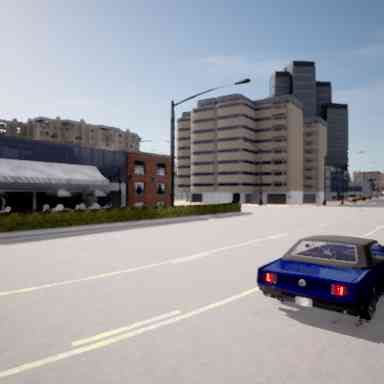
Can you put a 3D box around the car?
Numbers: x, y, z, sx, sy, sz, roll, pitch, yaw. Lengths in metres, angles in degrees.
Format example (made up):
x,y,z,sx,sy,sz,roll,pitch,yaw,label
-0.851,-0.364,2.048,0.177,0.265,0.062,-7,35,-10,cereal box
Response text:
x,y,z,sx,sy,sz,roll,pitch,yaw,label
3.399,1.643,7.510,1.895,1.301,4.718,0,0,40,car
